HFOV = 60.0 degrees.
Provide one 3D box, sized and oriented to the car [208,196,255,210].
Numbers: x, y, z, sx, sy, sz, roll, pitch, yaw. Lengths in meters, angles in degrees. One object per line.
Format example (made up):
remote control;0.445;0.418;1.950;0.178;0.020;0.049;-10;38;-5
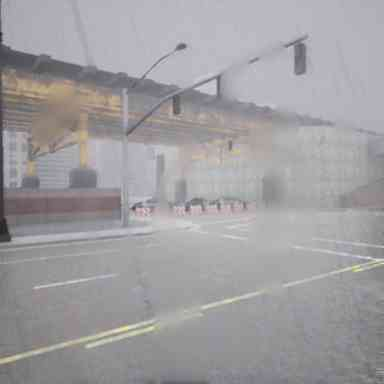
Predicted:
car;4.542;1.229;38.512;4.974;1.542;2.038;0;0;-7

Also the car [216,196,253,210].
car;4.489;1.072;38.505;4.536;1.218;1.853;0;0;-7

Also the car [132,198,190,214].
car;-3.089;1.317;32.039;4.974;1.542;2.038;0;0;8

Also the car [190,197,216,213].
car;0.646;1.277;34.738;2.038;1.542;4.974;0;0;18

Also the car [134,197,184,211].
car;-3.142;1.160;32.045;4.536;1.218;1.853;0;0;8

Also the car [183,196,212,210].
car;0.660;1.119;34.787;1.853;1.218;4.536;0;0;18
